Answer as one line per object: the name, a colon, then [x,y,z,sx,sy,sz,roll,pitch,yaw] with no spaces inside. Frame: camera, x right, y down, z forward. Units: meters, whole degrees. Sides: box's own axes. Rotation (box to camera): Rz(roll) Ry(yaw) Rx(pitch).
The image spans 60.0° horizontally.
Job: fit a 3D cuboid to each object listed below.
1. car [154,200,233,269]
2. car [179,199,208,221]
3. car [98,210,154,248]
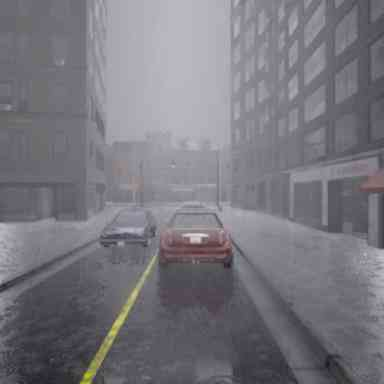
car: [0.101,1.318,11.168,2.097,1.767,4.553,0,0,0]
car: [0.105,1.408,27.483,2.128,1.511,4.902,0,0,0]
car: [-2.596,1.503,14.882,2.033,1.411,5.357,0,0,0]
